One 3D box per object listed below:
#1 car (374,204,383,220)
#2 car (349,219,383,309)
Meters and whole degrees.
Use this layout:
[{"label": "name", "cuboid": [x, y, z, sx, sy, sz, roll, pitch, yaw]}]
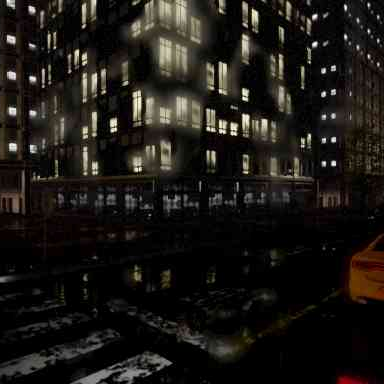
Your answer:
[{"label": "car", "cuboid": [15.563, 1.405, 25.652, 1.967, 1.590, 4.097, -1, 0, 45]}, {"label": "car", "cuboid": [5.055, 1.470, 7.070, 1.882, 1.535, 5.008, 0, 0, 45]}]
